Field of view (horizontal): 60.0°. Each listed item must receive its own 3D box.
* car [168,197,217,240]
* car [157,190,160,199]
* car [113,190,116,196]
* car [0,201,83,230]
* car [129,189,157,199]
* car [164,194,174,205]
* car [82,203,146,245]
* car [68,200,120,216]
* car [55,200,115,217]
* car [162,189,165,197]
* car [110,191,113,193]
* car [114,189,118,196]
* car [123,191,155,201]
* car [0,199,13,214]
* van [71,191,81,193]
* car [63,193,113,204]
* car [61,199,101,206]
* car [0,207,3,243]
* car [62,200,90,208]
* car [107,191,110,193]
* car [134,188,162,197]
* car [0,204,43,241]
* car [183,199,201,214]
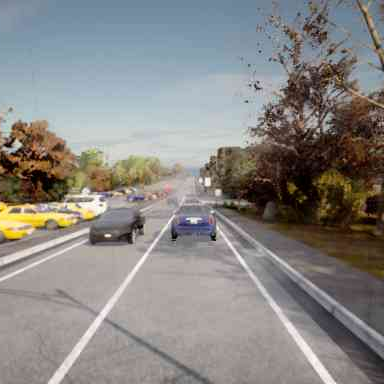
[{"bbox_3d":[0.078,1.345,17.041,2.097,1.767,4.553,0,0,0],"label":"car"},{"bbox_3d":[-10.258,0.986,72.796,5.008,1.535,2.097,0,1,0],"label":"car"},{"bbox_3d":[-23.282,0.781,86.611,5.008,1.535,2.097,0,1,0],"label":"car"},{"bbox_3d":[-9.991,1.519,20.752,5.366,1.575,1.946,0,0,0],"label":"car"},{"bbox_3d":[-10.306,0.871,70.017,4.553,1.767,2.185,0,0,0],"label":"car"},{"bbox_3d":[-3.458,1.576,59.316,2.033,1.411,5.357,0,1,0],"label":"car"},{"bbox_3d":[-3.367,1.471,15.776,1.882,1.535,5.008,0,0,0],"label":"car"},{"bbox_3d":[-10.102,1.637,34.633,4.792,1.488,2.163,0,0,0],"label":"car"},{"bbox_3d":[-10.146,1.590,31.857,5.008,1.535,2.097,0,0,0],"label":"car"},{"bbox_3d":[-10.176,0.654,86.736,4.553,1.767,2.185,0,1,0],"label":"car"},{"bbox_3d":[-23.294,0.842,83.822,5.008,1.535,2.097,0,1,0],"label":"car"},{"bbox_3d":[-23.269,0.709,89.528,4.892,1.521,2.231,0,1,0],"label":"car"},{"bbox_3d":[-10.269,1.034,64.447,4.792,1.488,2.163,0,0,0],"label":"car"},{"bbox_3d":[-23.197,1.622,37.323,5.008,1.535,2.097,0,0,0],"label":"car"},{"bbox_3d":[-23.251,0.779,64.417,4.442,1.987,1.878,1,0,0],"label":"van"},{"bbox_3d":[-10.178,1.322,29.083,5.566,2.045,2.435,0,0,0],"label":"car"},{"bbox_3d":[-10.344,1.553,26.305,5.366,1.575,1.946,0,0,0],"label":"car"},{"bbox_3d":[-10.389,1.476,12.427,5.366,1.575,1.946,0,0,0],"label":"car"},{"bbox_3d":[-10.174,1.540,23.528,4.892,1.521,2.231,0,0,0],"label":"car"},{"bbox_3d":[-23.281,0.925,81.032,4.792,1.488,2.163,0,1,0],"label":"car"},{"bbox_3d":[-10.281,0.714,75.588,5.566,2.045,2.435,0,1,0],"label":"car"},{"bbox_3d":[-10.010,1.487,15.079,5.366,1.575,1.946,0,0,0],"label":"car"},{"bbox_3d":[0.009,1.517,36.269,1.837,1.490,4.892,0,0,0],"label":"car"}]
